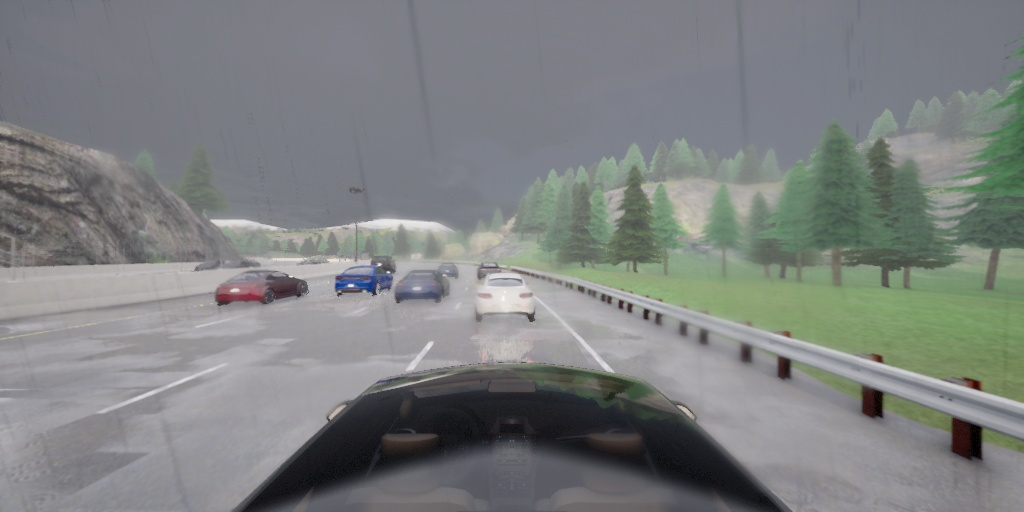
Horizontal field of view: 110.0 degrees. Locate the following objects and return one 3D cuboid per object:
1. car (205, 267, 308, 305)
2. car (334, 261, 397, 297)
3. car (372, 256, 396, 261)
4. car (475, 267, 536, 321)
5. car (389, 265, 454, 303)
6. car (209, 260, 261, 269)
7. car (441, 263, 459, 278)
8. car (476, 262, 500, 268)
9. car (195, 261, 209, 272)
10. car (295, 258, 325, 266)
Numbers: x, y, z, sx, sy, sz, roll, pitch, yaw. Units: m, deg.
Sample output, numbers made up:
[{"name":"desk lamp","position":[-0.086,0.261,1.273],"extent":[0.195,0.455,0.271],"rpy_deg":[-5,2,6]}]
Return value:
[{"name":"car","position":[-11.036,1.334,16.132],"extent":[1.994,1.385,4.181],"rpy_deg":[0,0,-4]},{"name":"car","position":[-7.788,1.242,19.332],"extent":[1.882,1.535,5.008],"rpy_deg":[0,0,-5]},{"name":"car","position":[-14.105,0.998,39.420],"extent":[2.150,2.045,5.566],"rpy_deg":[0,0,-11]},{"name":"car","position":[-0.272,1.277,12.341],"extent":[1.812,1.442,4.674],"rpy_deg":[0,0,-3]},{"name":"car","position":[-4.071,1.322,16.819],"extent":[1.994,1.385,4.181],"rpy_deg":[0,0,-4]},{"name":"car","position":[-27.992,1.305,36.455],"extent":[1.837,1.490,4.892],"rpy_deg":[0,0,-11]},{"name":"car","position":[-6.100,1.326,34.118],"extent":[1.994,1.385,4.181],"rpy_deg":[0,0,-9]},{"name":"car","position":[-1.960,1.246,30.038],"extent":[2.128,1.511,4.902],"rpy_deg":[0,0,-8]},{"name":"car","position":[-36.768,1.320,44.193],"extent":[1.837,1.490,4.892],"rpy_deg":[0,0,-13]},{"name":"car","position":[-26.599,1.290,46.669],"extent":[2.128,1.511,4.902],"rpy_deg":[0,0,-13]}]
